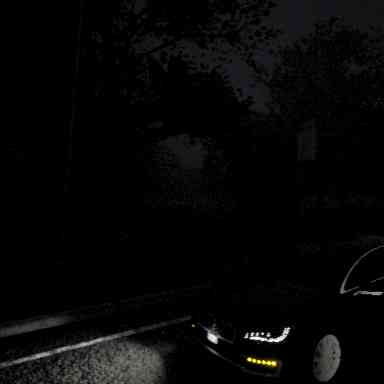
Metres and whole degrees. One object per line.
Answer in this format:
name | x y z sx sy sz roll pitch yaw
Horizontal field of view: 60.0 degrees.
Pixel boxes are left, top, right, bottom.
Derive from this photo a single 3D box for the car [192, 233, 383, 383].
car | 2.281 1.493 5.346 4.892 1.490 1.837 -1 0 -33
